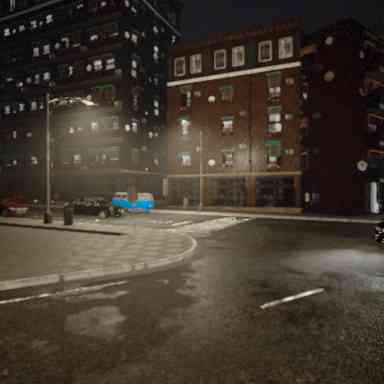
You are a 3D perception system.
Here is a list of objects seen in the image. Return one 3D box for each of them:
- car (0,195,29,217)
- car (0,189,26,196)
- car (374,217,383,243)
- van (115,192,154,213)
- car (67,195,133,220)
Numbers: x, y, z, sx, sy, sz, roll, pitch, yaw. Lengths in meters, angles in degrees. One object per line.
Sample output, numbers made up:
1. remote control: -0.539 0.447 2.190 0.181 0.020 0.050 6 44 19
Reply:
1. car: -14.071 1.129 24.730 4.206 1.307 1.802 1 0 25
2. car: -20.693 0.635 37.014 5.009 1.841 2.192 1 0 25
3. car: 10.182 1.563 15.262 4.902 1.511 2.128 0 0 -37
4. van: -5.350 0.953 29.942 3.998 1.788 1.690 1 0 25
5. car: -7.108 1.152 24.357 4.892 1.490 1.837 1 1 25
